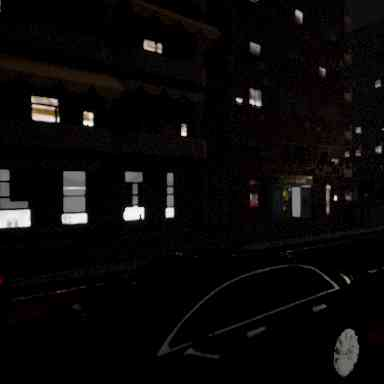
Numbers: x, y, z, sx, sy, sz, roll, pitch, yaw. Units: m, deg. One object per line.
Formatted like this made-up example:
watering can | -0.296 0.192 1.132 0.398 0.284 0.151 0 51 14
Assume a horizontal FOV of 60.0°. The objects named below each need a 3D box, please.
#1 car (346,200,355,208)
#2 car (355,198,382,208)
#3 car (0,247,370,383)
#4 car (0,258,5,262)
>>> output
car | 15.485 1.218 38.335 2.192 1.841 5.009 -2 0 -36
car | 22.476 1.385 43.435 1.802 1.307 4.206 -2 0 -36
car | 0.133 1.482 3.774 4.892 1.490 1.837 0 0 -35
car | -5.054 1.497 4.083 5.008 1.535 1.882 -1 0 -35
